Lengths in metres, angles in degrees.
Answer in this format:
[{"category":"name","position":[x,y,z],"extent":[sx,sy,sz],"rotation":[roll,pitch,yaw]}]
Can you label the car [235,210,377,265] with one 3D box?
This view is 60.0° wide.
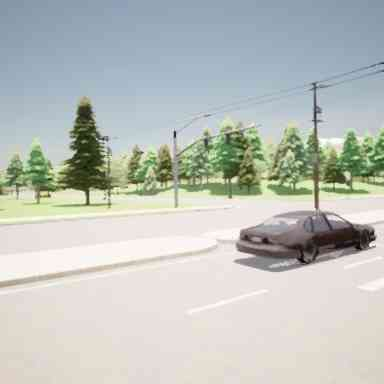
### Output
[{"category":"car","position":[3.848,1.312,10.798],"extent":[5.357,1.411,2.033],"rotation":[-2,1,-35]}]
